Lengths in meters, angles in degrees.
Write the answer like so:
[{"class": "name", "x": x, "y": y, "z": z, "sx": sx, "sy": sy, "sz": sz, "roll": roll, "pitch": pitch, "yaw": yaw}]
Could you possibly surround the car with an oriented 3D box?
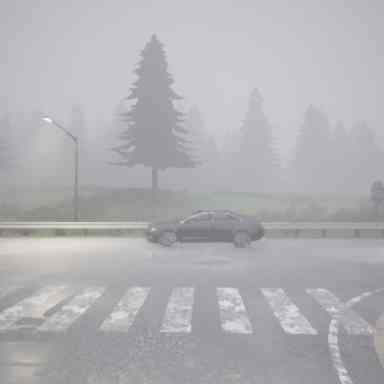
[{"class": "car", "x": 0.577, "y": 1.488, "z": 13.905, "sx": 4.902, "sy": 1.511, "sz": 2.128, "roll": 0, "pitch": 0, "yaw": 1}]
